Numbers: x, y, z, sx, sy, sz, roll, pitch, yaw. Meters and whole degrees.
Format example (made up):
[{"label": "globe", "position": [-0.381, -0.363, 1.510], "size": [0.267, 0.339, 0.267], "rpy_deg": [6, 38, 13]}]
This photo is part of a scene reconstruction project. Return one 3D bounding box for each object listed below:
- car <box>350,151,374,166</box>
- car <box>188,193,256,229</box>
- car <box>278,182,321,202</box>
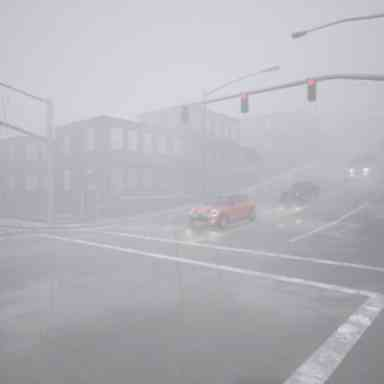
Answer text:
[{"label": "car", "position": [21.685, -4.414, 42.324], "size": [1.882, 1.535, 5.008], "rpy_deg": [0, 13, 41]}, {"label": "car", "position": [1.789, 0.945, 19.185], "size": [2.097, 1.767, 4.553], "rpy_deg": [0, 4, 41]}, {"label": "car", "position": [8.879, -0.096, 27.452], "size": [1.895, 1.301, 4.718], "rpy_deg": [0, 9, 41]}]
